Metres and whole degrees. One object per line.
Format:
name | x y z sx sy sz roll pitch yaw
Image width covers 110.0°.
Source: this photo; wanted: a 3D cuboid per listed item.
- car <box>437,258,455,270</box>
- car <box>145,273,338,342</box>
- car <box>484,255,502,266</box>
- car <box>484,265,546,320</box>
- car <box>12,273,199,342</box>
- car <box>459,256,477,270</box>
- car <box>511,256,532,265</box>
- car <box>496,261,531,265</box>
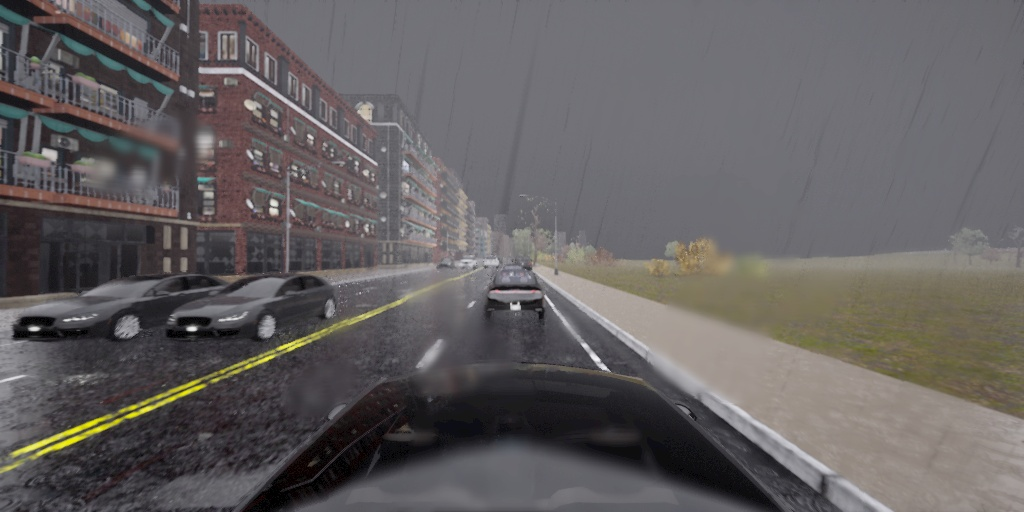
car | -9.806 1.093 53.574 2.097 1.767 4.553 0 0 0
car | -6.598 1.254 9.831 1.837 1.490 4.892 0 0 0
car | -3.236 0.962 57.448 2.150 2.045 5.566 0 0 0
car | 0.101 1.241 12.587 2.128 1.511 4.902 0 0 0
car | -9.847 1.254 9.832 1.837 1.490 4.892 0 0 0
car | -6.551 0.965 53.986 2.150 2.045 5.566 0 0 0
car | 1.148 0.970 40.672 2.150 2.045 5.566 0 0 0
car | 0.105 1.295 26.706 2.033 1.411 5.357 0 0 1
